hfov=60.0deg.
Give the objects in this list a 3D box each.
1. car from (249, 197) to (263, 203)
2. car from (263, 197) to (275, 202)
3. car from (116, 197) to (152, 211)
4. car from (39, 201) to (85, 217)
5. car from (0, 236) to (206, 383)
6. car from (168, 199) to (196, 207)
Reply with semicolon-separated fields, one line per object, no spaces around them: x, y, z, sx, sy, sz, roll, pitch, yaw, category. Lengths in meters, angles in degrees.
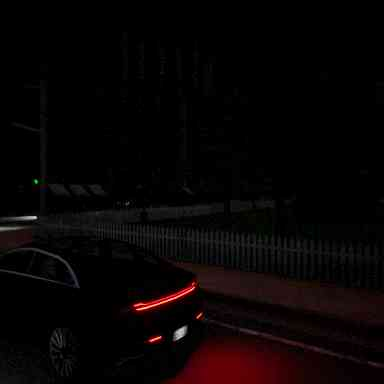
12.360;1.601;61.861;1.895;1.301;4.718;0;0;34;car
15.238;1.547;59.874;2.033;1.411;5.357;0;0;34;car
-6.937;1.352;39.878;2.097;1.767;4.553;0;0;34;car
-12.356;1.564;31.856;1.994;1.385;4.181;0;0;34;car
-2.104;1.491;5.443;4.902;1.511;2.128;0;0;36;car
-1.376;1.601;48.097;1.895;1.301;4.718;0;0;34;car
